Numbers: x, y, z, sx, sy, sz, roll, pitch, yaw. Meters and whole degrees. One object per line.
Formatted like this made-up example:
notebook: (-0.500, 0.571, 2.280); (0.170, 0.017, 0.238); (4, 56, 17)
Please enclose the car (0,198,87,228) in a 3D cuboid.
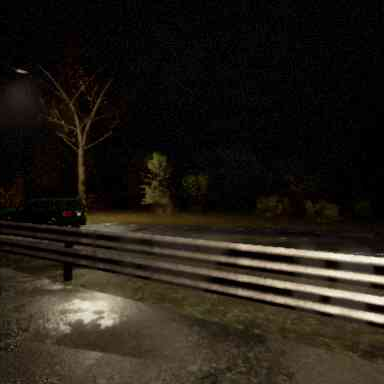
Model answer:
car: (-9.209, 1.396, 20.442); (5.566, 2.045, 2.150); (0, 0, 18)
